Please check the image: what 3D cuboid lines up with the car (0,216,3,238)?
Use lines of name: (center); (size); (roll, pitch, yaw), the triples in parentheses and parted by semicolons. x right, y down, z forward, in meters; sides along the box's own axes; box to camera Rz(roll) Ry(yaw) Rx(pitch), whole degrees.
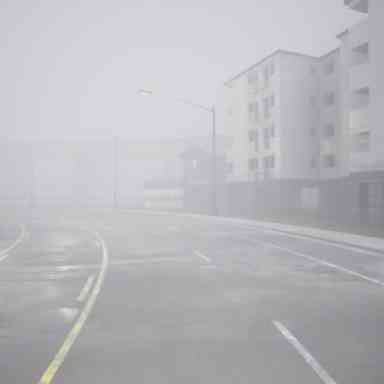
car: (-10.168, 1.591, 15.511); (1.882, 1.535, 5.008); (0, 0, -22)
